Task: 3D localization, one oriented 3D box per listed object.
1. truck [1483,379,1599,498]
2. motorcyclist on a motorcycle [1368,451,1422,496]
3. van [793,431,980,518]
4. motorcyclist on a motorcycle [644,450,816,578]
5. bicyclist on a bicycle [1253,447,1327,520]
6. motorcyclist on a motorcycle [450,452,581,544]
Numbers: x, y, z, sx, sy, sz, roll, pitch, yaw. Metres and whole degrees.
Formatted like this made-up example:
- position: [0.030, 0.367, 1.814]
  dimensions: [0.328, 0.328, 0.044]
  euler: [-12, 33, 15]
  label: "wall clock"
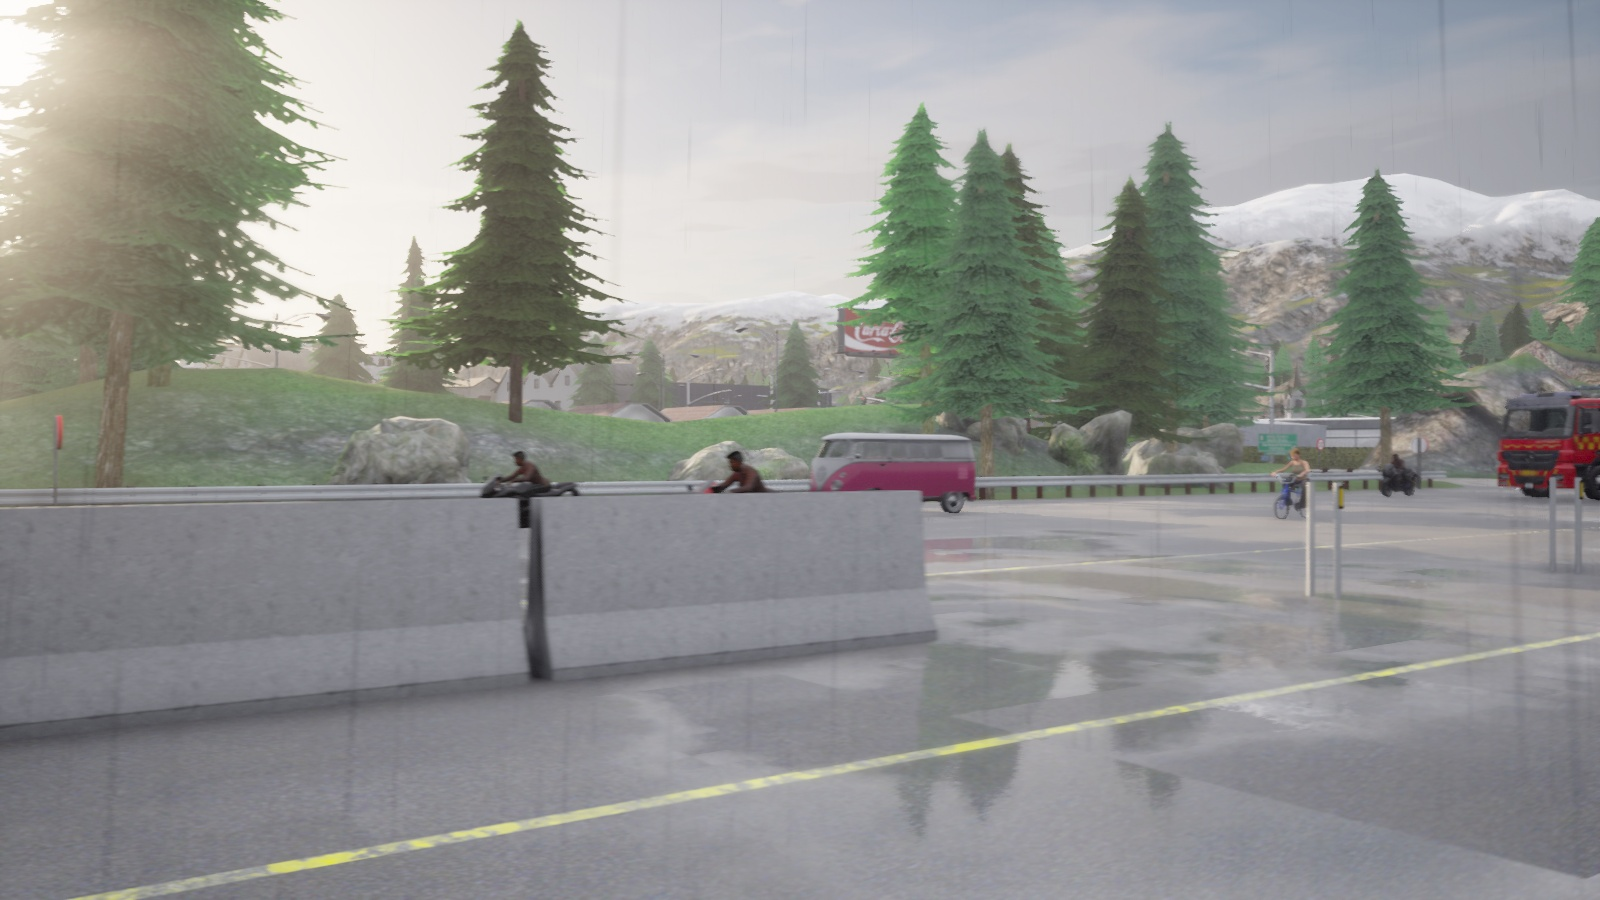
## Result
- position: [27.785, -0.368, 42.762]
  dimensions: [8.468, 3.827, 2.891]
  euler: [0, 0, -17]
  label: "truck"
- position: [20.693, 0.795, 43.646]
  dimensions: [2.044, 1.523, 0.797]
  euler: [0, 0, -35]
  label: "motorcyclist on a motorcycle"
- position: [2.155, 0.571, 30.750]
  dimensions: [4.442, 1.987, 1.775]
  euler: [0, 0, -35]
  label: "van"
- position: [-0.866, 0.769, 15.850]
  dimensions: [2.044, 1.523, 0.797]
  euler: [0, 0, -35]
  label: "motorcyclist on a motorcycle"
- position: [11.130, 0.731, 28.518]
  dimensions: [1.509, 1.612, 0.866]
  euler: [0, 0, -36]
  label: "bicyclist on a bicycle"
- position: [-4.880, 0.791, 21.584]
  dimensions: [2.044, 1.523, 0.797]
  euler: [0, 0, -35]
  label: "motorcyclist on a motorcycle"
